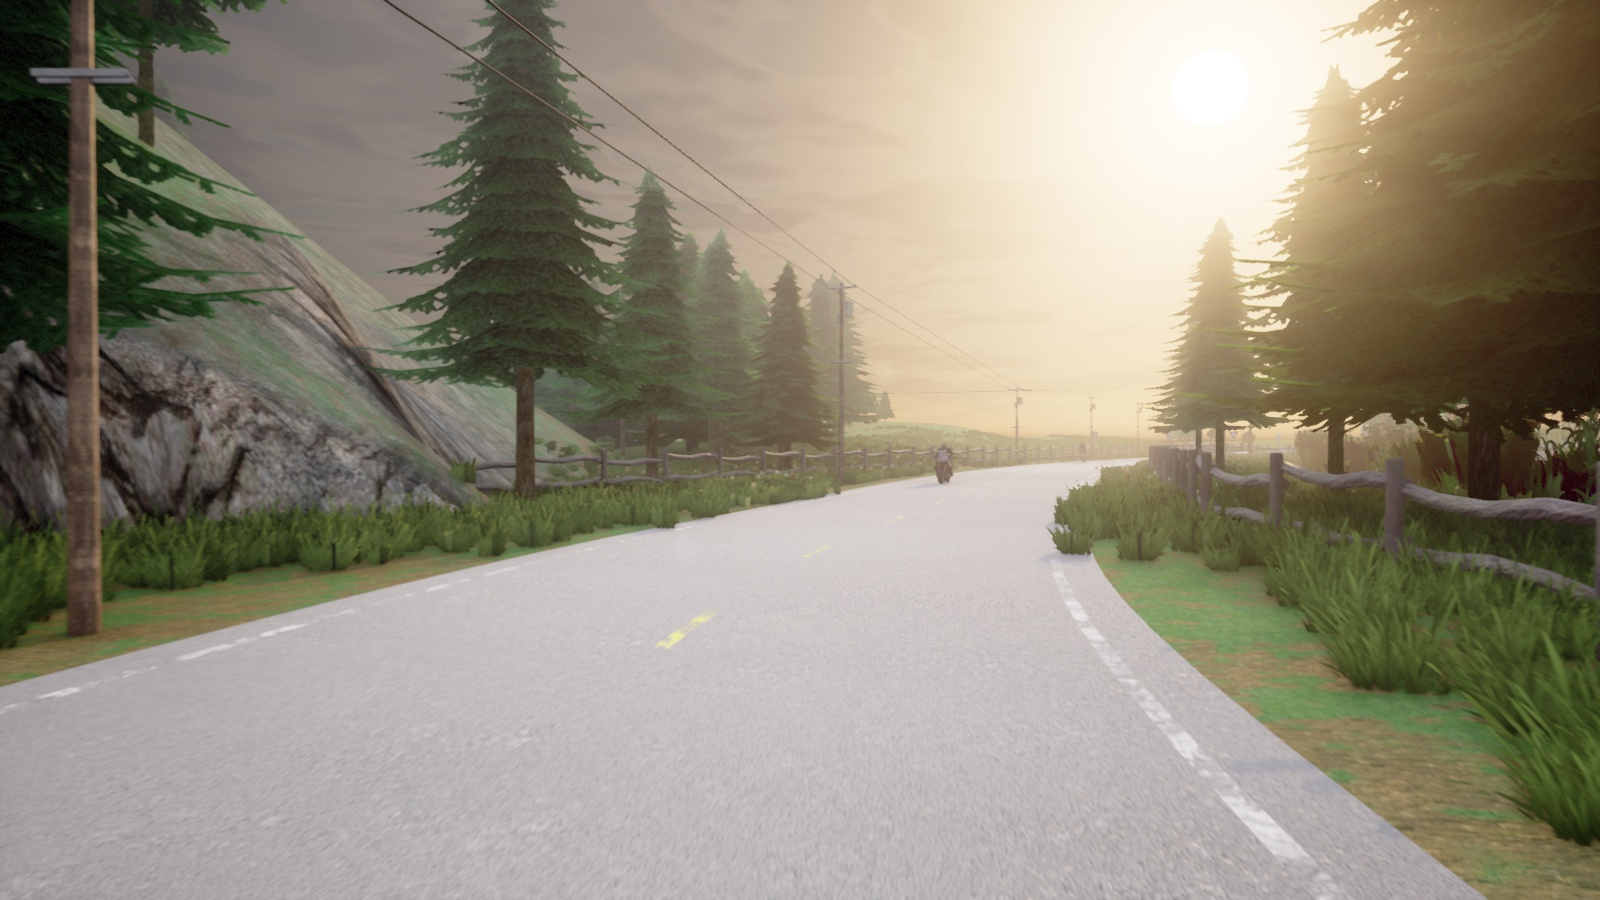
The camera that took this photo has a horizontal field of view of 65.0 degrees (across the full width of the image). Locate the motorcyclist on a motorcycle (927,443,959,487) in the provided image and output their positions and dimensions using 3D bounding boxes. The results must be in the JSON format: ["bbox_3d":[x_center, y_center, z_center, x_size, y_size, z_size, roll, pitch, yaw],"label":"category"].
[{"bbox_3d":[5.231,0.529,45.795,0.866,1.530,2.191,0,0,14],"label":"motorcyclist on a motorcycle"}]
